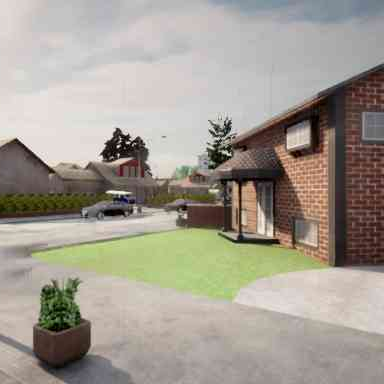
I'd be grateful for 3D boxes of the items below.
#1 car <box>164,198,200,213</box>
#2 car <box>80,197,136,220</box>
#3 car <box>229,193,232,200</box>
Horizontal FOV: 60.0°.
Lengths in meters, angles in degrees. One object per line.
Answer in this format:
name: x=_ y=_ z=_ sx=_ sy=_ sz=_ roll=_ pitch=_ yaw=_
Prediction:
car: x=-1.003 y=1.477 z=36.801 sx=1.882 sy=1.535 sz=5.008 roll=0 pitch=0 yaw=36
car: x=-7.121 y=1.491 z=28.266 sx=2.128 sy=1.511 sz=4.902 roll=0 pitch=0 yaw=36
car: x=9.441 y=0.985 z=78.428 sx=3.866 sy=1.878 sz=1.905 roll=0 pitch=0 yaw=-19
